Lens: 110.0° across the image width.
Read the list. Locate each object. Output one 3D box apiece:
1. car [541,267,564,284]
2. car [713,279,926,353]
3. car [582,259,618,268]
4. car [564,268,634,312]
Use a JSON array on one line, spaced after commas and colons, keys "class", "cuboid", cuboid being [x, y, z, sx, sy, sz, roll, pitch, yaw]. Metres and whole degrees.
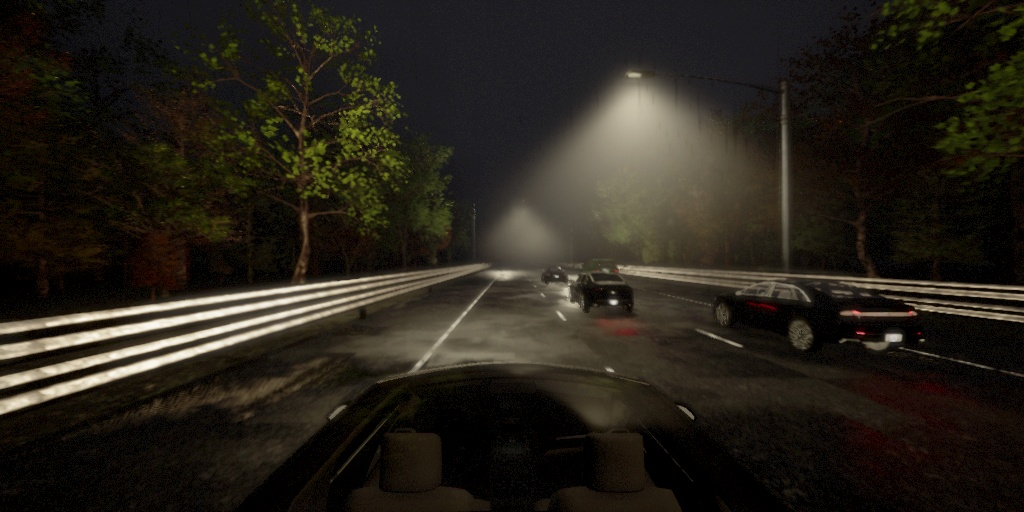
[{"class": "car", "cuboid": [3.601, 1.652, 30.691, 1.994, 1.385, 4.181, 0, -1, 0]}, {"class": "car", "cuboid": [7.091, 1.330, 9.078, 2.128, 1.511, 4.902, 0, -1, 0]}, {"class": "car", "cuboid": [7.101, 1.295, 29.390, 2.150, 2.045, 5.566, 0, -1, 0]}, {"class": "car", "cuboid": [3.599, 1.412, 15.069, 1.837, 1.490, 4.892, 0, -1, 0]}]
